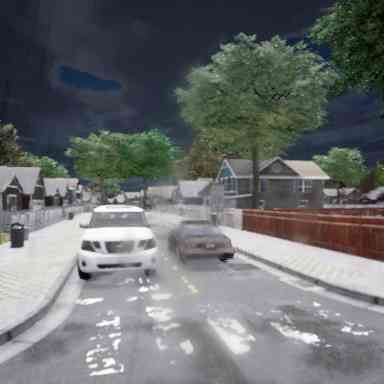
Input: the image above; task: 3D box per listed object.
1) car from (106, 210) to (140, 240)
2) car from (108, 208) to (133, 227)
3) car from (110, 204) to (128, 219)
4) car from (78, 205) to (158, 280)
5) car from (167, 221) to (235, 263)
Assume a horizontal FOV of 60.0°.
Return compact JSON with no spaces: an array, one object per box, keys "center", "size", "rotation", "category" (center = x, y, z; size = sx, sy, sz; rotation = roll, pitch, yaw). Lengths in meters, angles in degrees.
[{"center":[-4.467,2.022,21.326],"size":[1.882,1.535,5.008],"rotation":[0,-2,-13],"category":"car"},{"center":[-6.824,2.317,31.489],"size":[2.128,1.511,4.902],"rotation":[0,-2,-13],"category":"car"},{"center":[-9.496,2.506,43.246],"size":[2.097,1.767,4.553],"rotation":[0,-2,-13],"category":"car"},{"center":[-2.502,1.507,11.415],"size":[2.150,2.045,5.566],"rotation":[0,-1,-13],"category":"car"},{"center":[0.147,1.876,13.346],"size":[2.033,1.411,5.357],"rotation":[0,-1,-11],"category":"car"}]
